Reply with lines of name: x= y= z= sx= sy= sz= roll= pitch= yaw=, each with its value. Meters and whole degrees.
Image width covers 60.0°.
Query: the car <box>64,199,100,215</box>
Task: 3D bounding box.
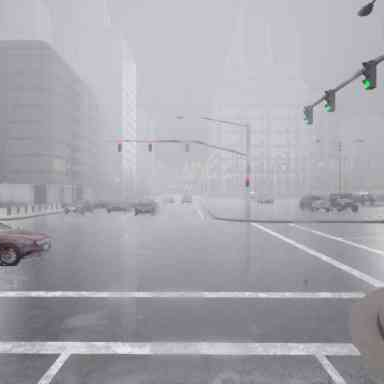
car: x=-11.481 y=1.492 z=34.135 sx=2.128 sy=1.511 sz=4.902 roll=0 pitch=0 yaw=0

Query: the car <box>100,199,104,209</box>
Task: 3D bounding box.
car: x=-11.536 y=1.601 z=43.403 sx=1.895 sy=1.301 sz=4.718 roll=0 pitch=0 yaw=0

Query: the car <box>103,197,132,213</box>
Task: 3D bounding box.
car: x=-7.996 y=1.564 z=36.730 sx=1.994 sy=1.385 sz=4.181 roll=0 pitch=0 yaw=0

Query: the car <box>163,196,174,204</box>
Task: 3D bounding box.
car: x=-4.569 y=1.564 z=65.564 sx=1.994 sy=1.385 sz=4.181 roll=0 pitch=0 yaw=0

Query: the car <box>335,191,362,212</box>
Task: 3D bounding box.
car: x=16.053 y=1.156 z=35.696 sx=1.905 sy=1.878 sz=3.866 roll=0 pitch=0 yaw=0

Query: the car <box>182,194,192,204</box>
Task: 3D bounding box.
car: x=-1.070 y=1.601 z=65.665 sx=1.895 sy=1.301 sz=4.718 roll=0 pitch=0 yaw=0

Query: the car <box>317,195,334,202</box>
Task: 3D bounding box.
car: x=27.341 y=1.364 z=68.293 sx=1.784 sy=1.438 sz=3.905 roll=0 pitch=0 yaw=0

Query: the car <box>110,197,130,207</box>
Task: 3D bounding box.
car: x=-11.592 y=1.547 z=53.943 sx=2.033 sy=1.411 sz=5.357 roll=0 pitch=0 yaw=0

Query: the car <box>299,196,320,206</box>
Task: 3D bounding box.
car: x=18.716 y=1.395 z=53.170 sx=1.970 sy=1.475 sz=3.806 roll=0 pitch=0 yaw=0

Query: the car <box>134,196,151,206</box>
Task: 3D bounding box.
car: x=-8.096 y=1.491 z=55.316 sx=2.128 sy=1.511 sz=4.902 roll=0 pitch=0 yaw=0

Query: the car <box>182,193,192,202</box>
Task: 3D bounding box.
car: x=-1.122 y=1.181 z=74.394 sx=2.097 sy=1.767 sz=4.553 roll=0 pitch=0 yaw=0

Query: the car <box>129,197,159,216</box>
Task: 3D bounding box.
car: x=-4.333 y=1.491 z=32.342 sx=2.128 sy=1.511 sz=4.902 roll=0 pitch=0 yaw=1

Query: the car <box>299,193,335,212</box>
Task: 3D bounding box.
car: x=13.159 y=1.153 z=35.744 sx=1.932 sy=1.855 sz=4.605 roll=0 pitch=0 yaw=0

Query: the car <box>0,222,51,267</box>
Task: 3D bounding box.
car: x=-7.046 y=1.526 z=10.738 sx=4.674 sy=1.442 sz=1.812 roll=0 pitch=0 yaw=-1

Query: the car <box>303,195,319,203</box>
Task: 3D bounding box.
car: x=24.446 y=1.395 z=68.286 sx=1.970 sy=1.475 sz=3.806 roll=0 pitch=0 yaw=0
